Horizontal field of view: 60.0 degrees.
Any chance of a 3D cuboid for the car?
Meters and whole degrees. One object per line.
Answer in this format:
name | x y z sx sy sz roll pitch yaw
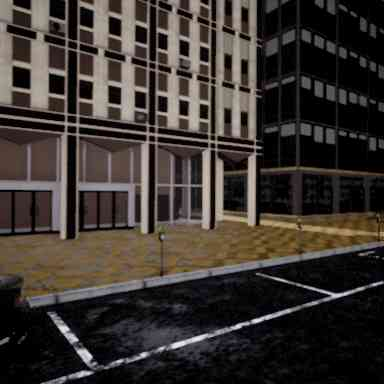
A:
car | -4.186 1.536 3.575 4.403 1.369 2.008 1 -1 -35
